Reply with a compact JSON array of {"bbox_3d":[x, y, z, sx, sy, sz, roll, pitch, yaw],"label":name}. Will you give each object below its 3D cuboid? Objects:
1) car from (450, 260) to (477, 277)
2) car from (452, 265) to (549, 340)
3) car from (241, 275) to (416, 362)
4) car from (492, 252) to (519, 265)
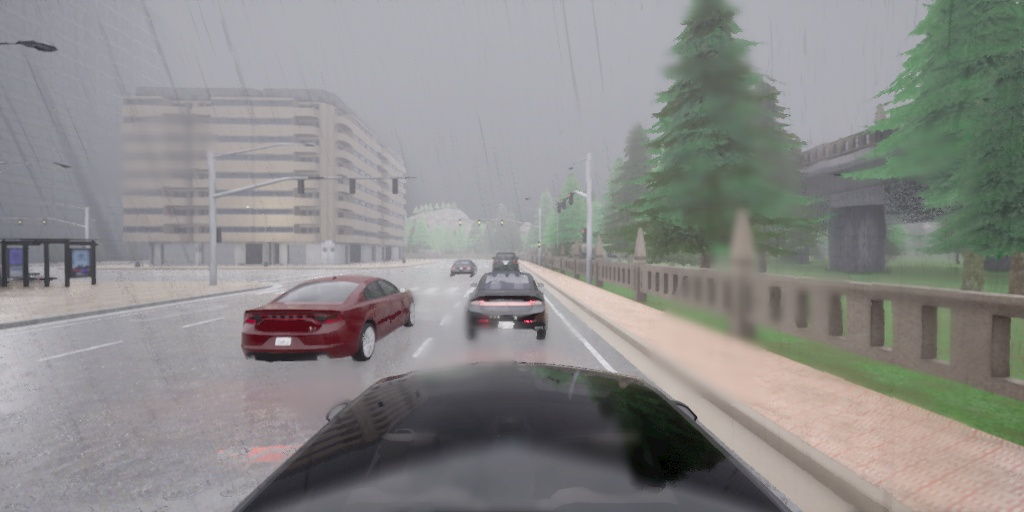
[{"bbox_3d":[-4.032,1.013,30.423,2.033,1.411,5.357,0,0,-1],"label":"car"},{"bbox_3d":[-0.128,1.159,9.663,2.128,1.511,4.902,0,1,-1],"label":"car"},{"bbox_3d":[-3.596,1.164,8.101,1.882,1.535,5.008,0,1,0],"label":"car"},{"bbox_3d":[-0.561,0.665,31.721,2.150,2.045,5.566,0,0,-1],"label":"car"}]
